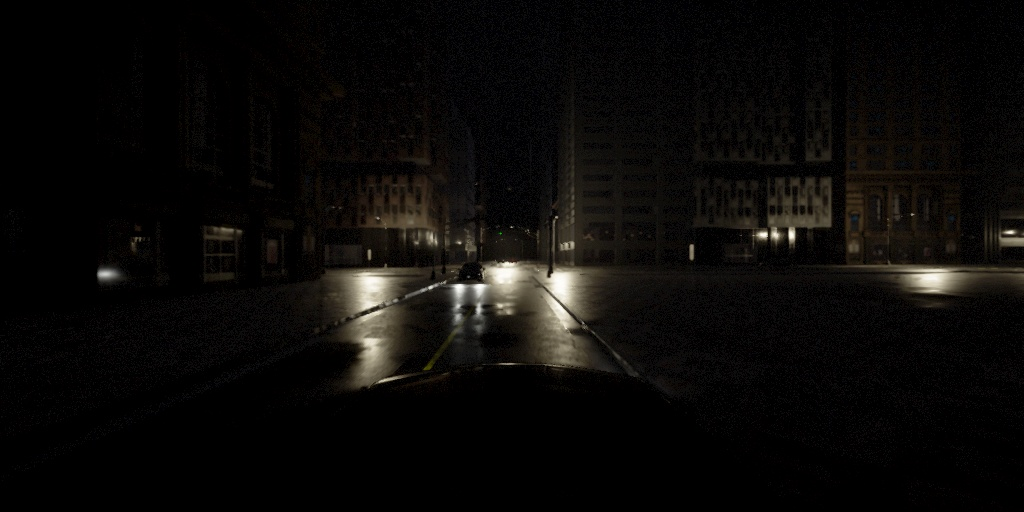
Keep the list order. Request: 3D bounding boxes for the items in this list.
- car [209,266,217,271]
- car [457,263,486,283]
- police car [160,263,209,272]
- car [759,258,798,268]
[{"bbox_3d":[-40.550,1.525,45.624,5.357,1.411,2.033,0,0,1],"label":"car"},{"bbox_3d":[-3.069,1.272,27.878,1.837,1.490,4.892,0,-1,0],"label":"car"},{"bbox_3d":[-39.618,1.403,42.415,5.238,1.638,1.930,0,0,0],"label":"police car"},{"bbox_3d":[38.366,1.015,51.752,4.902,1.511,2.128,0,0,1],"label":"car"}]
